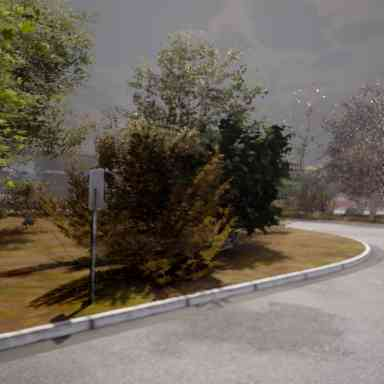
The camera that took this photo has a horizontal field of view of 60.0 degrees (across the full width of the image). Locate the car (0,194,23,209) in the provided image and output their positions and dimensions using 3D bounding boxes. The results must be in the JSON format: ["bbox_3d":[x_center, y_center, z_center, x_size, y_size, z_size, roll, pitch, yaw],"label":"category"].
[{"bbox_3d":[-27.009,1.365,49.435,2.435,2.045,5.566,1,0,-36],"label":"car"}]

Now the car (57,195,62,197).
[{"bbox_3d":[-16.691,1.403,41.887,2.435,2.045,5.566,1,-1,-37],"label":"car"}]

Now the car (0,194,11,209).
[{"bbox_3d":[-21.077,1.343,38.631,2.435,2.045,5.566,1,-1,-37],"label":"car"}]
